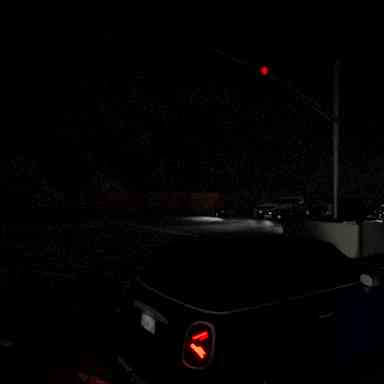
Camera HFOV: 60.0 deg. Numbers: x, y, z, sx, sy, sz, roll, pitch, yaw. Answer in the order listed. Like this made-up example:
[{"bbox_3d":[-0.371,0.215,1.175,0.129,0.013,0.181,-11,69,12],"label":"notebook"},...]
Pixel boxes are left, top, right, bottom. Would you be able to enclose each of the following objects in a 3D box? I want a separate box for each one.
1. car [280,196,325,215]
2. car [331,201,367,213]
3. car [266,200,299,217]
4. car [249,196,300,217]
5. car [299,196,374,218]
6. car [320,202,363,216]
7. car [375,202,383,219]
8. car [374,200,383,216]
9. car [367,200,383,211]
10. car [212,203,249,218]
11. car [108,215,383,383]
[{"bbox_3d":[13.002,1.530,38.939,5.566,2.045,2.150,1,0,-35],"label":"car"},{"bbox_3d":[21.233,1.949,44.812,5.357,1.411,2.033,1,0,-35],"label":"car"},{"bbox_3d":[8.820,1.705,27.447,4.902,1.511,2.128,1,0,-35],"label":"car"},{"bbox_3d":[8.422,1.455,31.435,5.566,2.045,2.150,1,0,-35],"label":"car"},{"bbox_3d":[10.736,1.432,24.536,5.566,2.045,2.150,1,0,-36],"label":"car"},{"bbox_3d":[16.870,1.876,37.398,5.357,1.411,2.033,1,0,-35],"label":"car"},{"bbox_3d":[19.498,1.856,30.674,5.357,1.411,2.033,1,0,-35],"label":"car"},{"bbox_3d":[17.132,1.832,33.286,4.674,1.442,1.812,1,0,-35],"label":"car"},{"bbox_3d":[28.758,1.980,50.463,4.902,1.511,2.128,1,0,-38],"label":"car"},{"bbox_3d":[4.506,1.761,32.960,5.357,1.411,2.033,1,0,-35],"label":"car"},{"bbox_3d":[1.277,1.386,4.657,4.553,1.767,2.097,1,0,-36],"label":"car"}]
